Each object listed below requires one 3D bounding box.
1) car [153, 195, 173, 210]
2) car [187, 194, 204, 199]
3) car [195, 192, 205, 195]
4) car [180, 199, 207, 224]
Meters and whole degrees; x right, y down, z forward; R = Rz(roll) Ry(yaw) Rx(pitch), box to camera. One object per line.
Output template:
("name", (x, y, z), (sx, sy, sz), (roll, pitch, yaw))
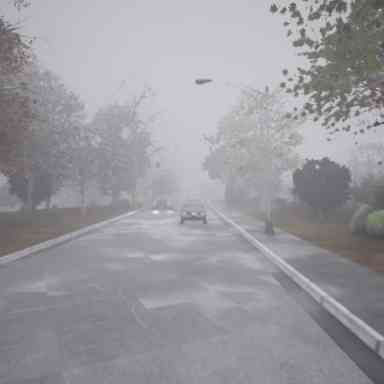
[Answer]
("car", (-3.345, 1.195, 38.877), (2.097, 1.767, 4.553), (0, 0, 0))
("car", (0.094, 1.321, 42.084), (2.128, 1.511, 4.902), (0, 0, 0))
("car", (1.609, 0.776, 79.049), (1.837, 1.490, 4.892), (-2, 0, 24))
("car", (0.090, 1.459, 24.089), (2.033, 1.411, 5.357), (0, 0, 0))
